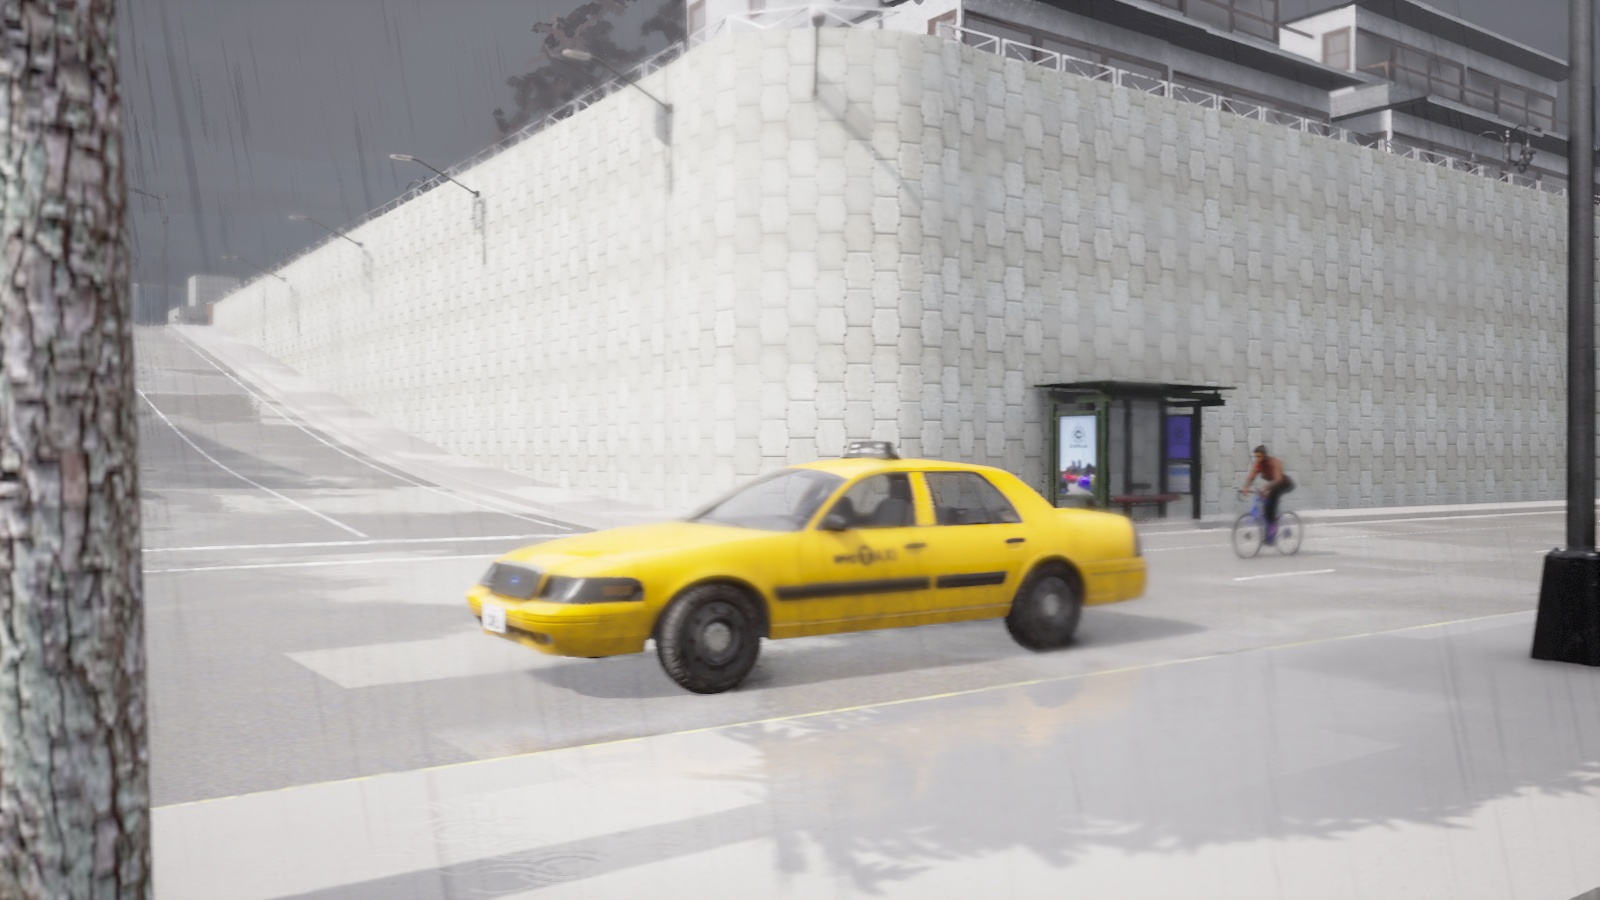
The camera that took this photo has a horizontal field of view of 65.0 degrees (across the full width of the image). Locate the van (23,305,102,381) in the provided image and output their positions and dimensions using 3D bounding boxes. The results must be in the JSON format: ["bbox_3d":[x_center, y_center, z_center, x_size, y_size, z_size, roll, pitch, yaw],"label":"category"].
[{"bbox_3d":[-26.127,-3.804,44.431,2.069,2.038,4.480,0,11,-35],"label":"van"}]

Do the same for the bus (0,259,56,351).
[{"bbox_3d":[-46.222,-8.354,73.450,3.944,4.253,10.273,0,0,-35],"label":"bus"}]

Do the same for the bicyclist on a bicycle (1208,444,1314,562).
[{"bbox_3d":[6.625,0.728,18.017,1.656,1.620,0.582,0,0,-35],"label":"bicyclist on a bicycle"}]

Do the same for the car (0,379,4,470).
[{"bbox_3d":[-19.222,-0.750,28.312,1.932,1.855,4.605,1,6,-35],"label":"car"}]

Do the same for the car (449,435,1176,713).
[{"bbox_3d":[0.322,0.701,9.365,5.366,1.575,1.801,0,0,-35],"label":"car"}]
